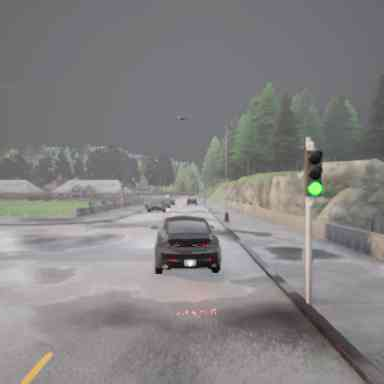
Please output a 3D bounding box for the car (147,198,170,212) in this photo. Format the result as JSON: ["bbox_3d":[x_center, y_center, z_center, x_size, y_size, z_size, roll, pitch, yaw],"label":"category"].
[{"bbox_3d":[-4.099,1.656,39.166,1.994,1.385,4.181,0,0,0],"label":"car"}]

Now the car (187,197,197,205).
[{"bbox_3d":[-0.006,1.619,60.418,1.882,1.535,5.008,0,0,0],"label":"car"}]

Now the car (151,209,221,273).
[{"bbox_3d":[-0.264,1.532,10.855,1.837,1.490,4.892,0,0,-5],"label":"car"}]

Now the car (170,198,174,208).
[{"bbox_3d":[-4.083,1.620,49.182,1.837,1.490,4.892,0,0,0],"label":"car"}]
